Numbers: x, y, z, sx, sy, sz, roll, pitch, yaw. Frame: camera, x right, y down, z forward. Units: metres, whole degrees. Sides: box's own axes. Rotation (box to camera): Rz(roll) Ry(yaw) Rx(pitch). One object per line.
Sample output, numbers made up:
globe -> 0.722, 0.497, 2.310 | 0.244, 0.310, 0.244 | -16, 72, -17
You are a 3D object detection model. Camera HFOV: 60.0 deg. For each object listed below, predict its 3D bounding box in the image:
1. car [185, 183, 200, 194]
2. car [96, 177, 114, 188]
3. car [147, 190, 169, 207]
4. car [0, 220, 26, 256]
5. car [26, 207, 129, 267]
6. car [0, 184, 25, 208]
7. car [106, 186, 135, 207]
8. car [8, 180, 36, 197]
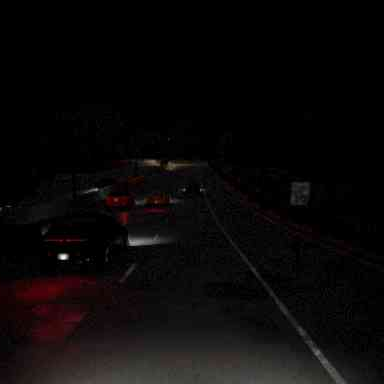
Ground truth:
car -> 0.104, -0.566, 45.780 | 1.994, 1.385, 4.181 | 0, 7, 0
car -> -14.023, -1.587, 53.746 | 2.128, 1.511, 4.902 | 0, 7, 1
car -> -3.402, 0.555, 34.190 | 1.882, 1.535, 5.008 | 0, 5, 0
car -> -6.902, 1.567, 11.176 | 1.895, 1.301, 4.718 | 0, 0, 0
car -> -3.401, 1.469, 11.214 | 1.837, 1.490, 4.892 | 0, 0, 0
car -> -17.600, 0.643, 29.590 | 2.150, 2.045, 5.566 | 0, 3, 0
car -> -6.903, 0.571, 32.417 | 2.097, 1.767, 4.553 | 0, 4, 0
car -> -21.091, -0.278, 40.325 | 2.150, 2.045, 5.566 | 0, 6, 0
